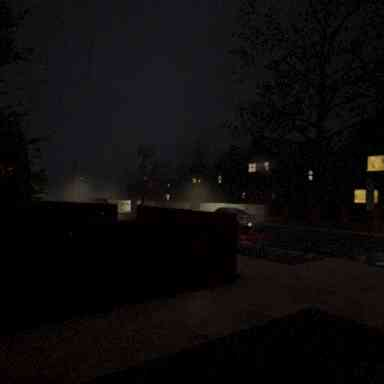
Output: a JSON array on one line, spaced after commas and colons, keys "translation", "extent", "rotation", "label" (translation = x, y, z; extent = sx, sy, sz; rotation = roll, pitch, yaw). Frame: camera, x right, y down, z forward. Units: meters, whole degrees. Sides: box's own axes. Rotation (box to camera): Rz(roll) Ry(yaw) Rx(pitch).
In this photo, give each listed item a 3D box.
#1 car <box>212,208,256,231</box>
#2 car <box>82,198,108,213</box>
[{"translation": [2.208, 1.769, 22.110], "extent": [1.812, 1.442, 4.674], "rotation": [2, -2, -35], "label": "car"}, {"translation": [-12.794, 1.770, 43.706], "extent": [2.150, 2.045, 5.566], "rotation": [2, -2, -35], "label": "car"}]
